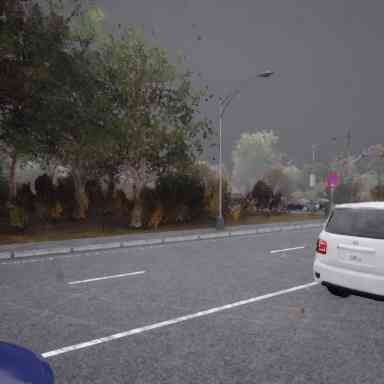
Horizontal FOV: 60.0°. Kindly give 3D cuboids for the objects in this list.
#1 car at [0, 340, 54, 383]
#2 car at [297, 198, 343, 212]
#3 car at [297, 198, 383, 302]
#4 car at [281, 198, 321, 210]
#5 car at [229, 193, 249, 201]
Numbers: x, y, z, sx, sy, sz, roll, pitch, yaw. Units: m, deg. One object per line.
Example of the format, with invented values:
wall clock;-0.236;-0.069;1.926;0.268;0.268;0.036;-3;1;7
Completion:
car;-3.103;1.526;1.529;4.674;1.442;1.812;0;0;-36
car;15.537;1.492;40.515;2.128;1.511;4.902;0;0;-32
car;5.017;1.221;7.332;5.566;2.045;2.150;0;0;-35
car;12.507;1.492;38.731;2.128;1.511;4.902;0;0;-33
car;7.263;1.213;47.061;2.150;2.045;5.566;0;0;-32
